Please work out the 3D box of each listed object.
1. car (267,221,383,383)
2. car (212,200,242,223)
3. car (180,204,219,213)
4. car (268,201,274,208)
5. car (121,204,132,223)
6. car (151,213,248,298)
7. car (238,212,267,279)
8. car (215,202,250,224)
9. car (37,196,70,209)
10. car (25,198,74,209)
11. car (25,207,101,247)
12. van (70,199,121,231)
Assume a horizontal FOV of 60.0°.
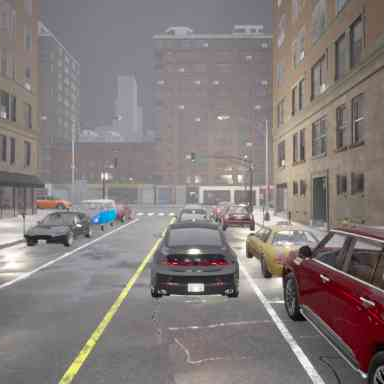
[{"bbox_3d":[2.675,1.318,4.235,2.192,1.841,5.009,1,0,0],"label":"car"},{"bbox_3d":[2.655,1.471,26.166,1.967,1.590,4.097,1,0,0],"label":"car"},{"bbox_3d":[0.086,1.543,15.993,1.812,1.442,4.674,0,0,0],"label":"car"},{"bbox_3d":[13.420,1.578,48.838,4.553,1.767,2.097,0,-1,0],"label":"car"},{"bbox_3d":[-5.872,1.576,26.160,1.887,1.381,4.507,1,0,0],"label":"car"},{"bbox_3d":[0.041,1.512,8.539,1.837,1.490,4.892,0,0,-1],"label":"car"},{"bbox_3d":[2.668,1.534,9.888,1.752,1.417,4.829,1,0,0],"label":"car"},{"bbox_3d":[2.659,1.463,20.683,1.967,1.590,4.097,1,0,0],"label":"car"},{"bbox_3d":[-16.417,1.235,39.051,4.553,1.767,2.097,0,-1,0],"label":"car"},{"bbox_3d":[-18.015,1.456,42.307,5.357,1.411,2.033,0,-1,0],"label":"car"},{"bbox_3d":[-5.863,1.581,15.195,1.947,1.339,4.313,1,0,0],"label":"car"},{"bbox_3d":[-5.865,1.364,20.677,1.690,1.788,3.998,1,0,0],"label":"van"}]
